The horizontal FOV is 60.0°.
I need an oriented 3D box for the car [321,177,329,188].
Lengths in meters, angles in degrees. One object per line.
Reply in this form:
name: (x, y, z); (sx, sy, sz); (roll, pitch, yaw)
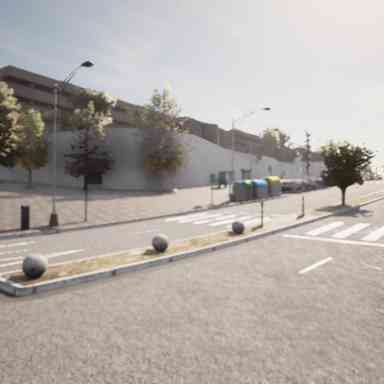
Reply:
car: (16.581, -1.168, 47.792); (5.008, 1.535, 2.097); (-1, 3, 18)

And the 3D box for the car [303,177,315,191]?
car: (12.954, -0.807, 43.141); (4.892, 1.521, 2.231); (-1, 3, 19)

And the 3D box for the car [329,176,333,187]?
car: (18.323, -1.470, 50.150); (4.553, 1.767, 2.185); (-1, 3, 17)

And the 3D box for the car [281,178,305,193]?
car: (11.072, -0.596, 40.857); (4.792, 1.488, 2.163); (-1, 3, 19)

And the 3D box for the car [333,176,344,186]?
car: (21.857, -1.698, 54.887); (4.892, 1.521, 2.231); (-1, 3, 16)

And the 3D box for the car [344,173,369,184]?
car: (38.552, -3.309, 79.350); (5.008, 1.535, 2.097); (-1, 2, 14)

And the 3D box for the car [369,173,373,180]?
car: (42.050, -3.575, 84.249); (5.366, 1.575, 1.946); (-1, 2, 14)

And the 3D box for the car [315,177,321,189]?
car: (14.775, -0.948, 45.469); (4.674, 1.452, 2.002); (-1, 3, 19)
